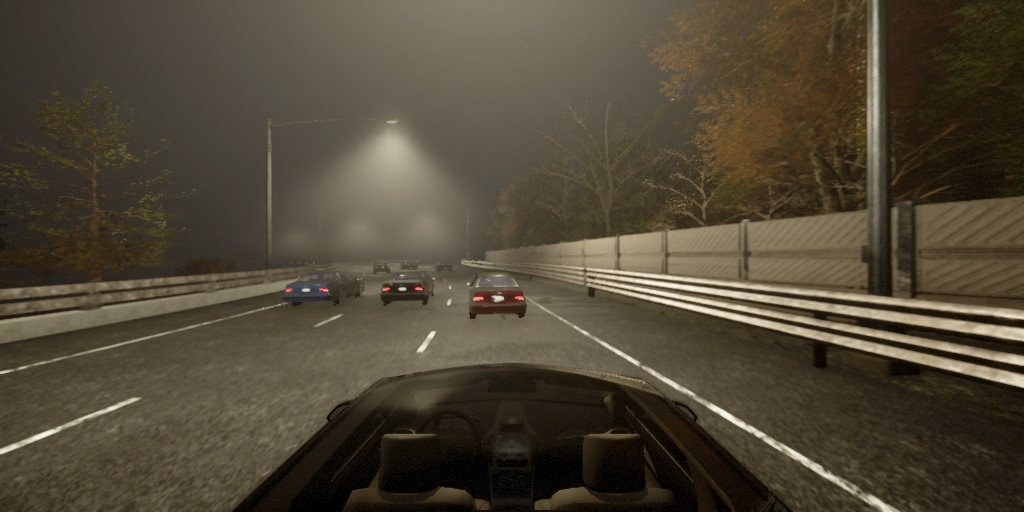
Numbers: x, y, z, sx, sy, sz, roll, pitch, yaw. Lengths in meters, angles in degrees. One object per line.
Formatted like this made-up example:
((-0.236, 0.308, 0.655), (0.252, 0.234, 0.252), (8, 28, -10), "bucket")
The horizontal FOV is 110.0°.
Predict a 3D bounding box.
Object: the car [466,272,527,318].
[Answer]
((-0.654, 1.300, 13.053), (2.033, 1.411, 5.357), (0, 0, -6), "car")

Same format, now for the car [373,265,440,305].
((-4.574, 1.314, 16.196), (2.033, 1.411, 5.357), (0, 0, -9), "car")

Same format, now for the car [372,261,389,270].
((-15.670, 1.353, 42.986), (2.033, 1.411, 5.357), (0, 0, -24), "car")

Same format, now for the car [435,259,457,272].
((-8.678, 1.273, 45.630), (2.128, 1.511, 4.902), (0, 0, -17), "car")

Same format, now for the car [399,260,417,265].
((-13.326, 1.289, 46.177), (2.128, 1.511, 4.902), (0, 0, -24), "car")

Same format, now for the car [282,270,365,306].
((-8.082, 1.327, 15.888), (2.033, 1.411, 5.357), (0, 0, -9), "car")
